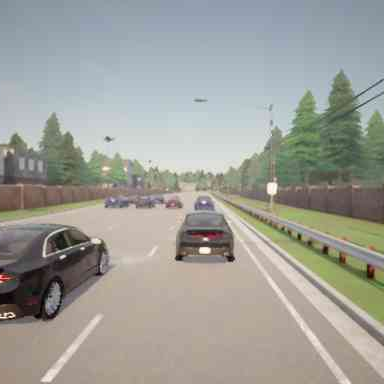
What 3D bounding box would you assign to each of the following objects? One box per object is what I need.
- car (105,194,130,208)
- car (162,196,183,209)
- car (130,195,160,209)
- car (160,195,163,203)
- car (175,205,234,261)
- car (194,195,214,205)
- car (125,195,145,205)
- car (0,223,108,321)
[{"bbox_3d":[-9.139,1.024,40.917,2.097,1.767,4.553,0,0,2],"label":"car"},{"bbox_3d":[-2.144,1.252,40.700,1.812,1.442,4.674,0,0,2],"label":"car"},{"bbox_3d":[-5.654,1.193,40.463,2.128,1.511,4.902,0,0,2],"label":"car"},{"bbox_3d":[-5.195,1.152,52.814,1.812,1.442,4.674,0,1,3],"label":"car"},{"bbox_3d":[0.452,1.431,12.008,1.837,1.490,4.892,0,0,2],"label":"car"},{"bbox_3d":[1.294,1.133,36.059,2.097,1.767,4.553,0,0,2],"label":"car"},{"bbox_3d":[-8.760,1.156,51.525,2.033,1.411,5.357,0,0,2],"label":"car"},{"bbox_3d":[-3.236,1.433,7.137,1.837,1.490,4.892,0,0,2],"label":"car"}]
